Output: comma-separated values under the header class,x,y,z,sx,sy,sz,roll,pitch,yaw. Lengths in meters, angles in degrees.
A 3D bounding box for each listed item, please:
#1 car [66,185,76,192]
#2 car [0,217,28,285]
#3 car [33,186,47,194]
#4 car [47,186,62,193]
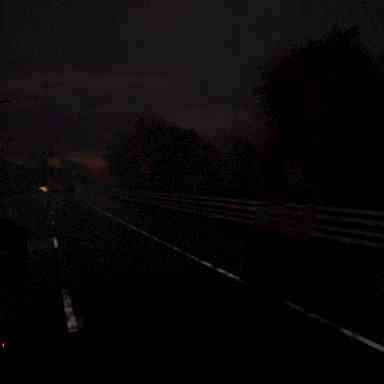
class,x,y,z,sx,sy,sz,roll,pitch,yaw
car,-30.460,-0.661,82.986,1.994,1.385,4.181,-2,2,-18
car,-5.190,1.348,8.242,1.812,1.442,4.674,-3,2,-24
car,-36.826,-0.310,79.979,1.895,1.301,4.718,-2,2,-18
car,-33.526,-0.455,81.135,1.895,1.301,4.718,-2,2,-18
